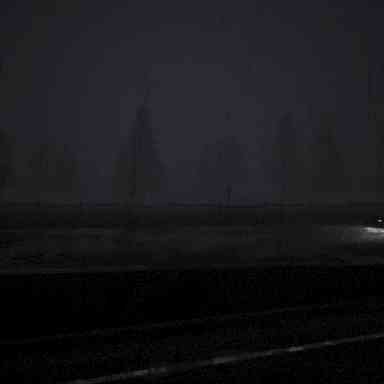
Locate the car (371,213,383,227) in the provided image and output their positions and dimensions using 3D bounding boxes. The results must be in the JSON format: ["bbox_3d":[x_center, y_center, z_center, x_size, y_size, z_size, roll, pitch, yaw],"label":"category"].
[{"bbox_3d":[13.773,1.630,21.302,4.181,1.385,1.994,0,0,-11],"label":"car"}]
